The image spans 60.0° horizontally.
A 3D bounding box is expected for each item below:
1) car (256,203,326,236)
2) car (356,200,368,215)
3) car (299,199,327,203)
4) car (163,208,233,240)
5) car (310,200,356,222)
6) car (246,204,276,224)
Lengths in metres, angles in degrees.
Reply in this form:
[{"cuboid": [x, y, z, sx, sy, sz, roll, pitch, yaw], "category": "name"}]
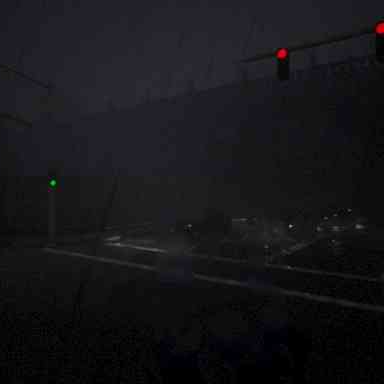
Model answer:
[{"cuboid": [5.884, 1.615, 19.234, 2.033, 1.411, 5.357, 0, 0, 35], "category": "car"}, {"cuboid": [17.746, 1.574, 35.909, 2.128, 1.511, 4.902, 0, 0, 36], "category": "car"}, {"cuboid": [11.547, 1.583, 33.247, 2.128, 1.511, 4.902, 0, 0, 35], "category": "car"}, {"cuboid": [0.481, 1.603, 17.707, 1.812, 1.442, 4.674, 0, 0, 37], "category": "car"}, {"cuboid": [11.717, 1.623, 27.446, 2.033, 1.411, 5.357, 0, 0, 35], "category": "car"}, {"cuboid": [5.769, 1.610, 25.108, 1.812, 1.442, 4.674, 0, 0, 36], "category": "car"}]
